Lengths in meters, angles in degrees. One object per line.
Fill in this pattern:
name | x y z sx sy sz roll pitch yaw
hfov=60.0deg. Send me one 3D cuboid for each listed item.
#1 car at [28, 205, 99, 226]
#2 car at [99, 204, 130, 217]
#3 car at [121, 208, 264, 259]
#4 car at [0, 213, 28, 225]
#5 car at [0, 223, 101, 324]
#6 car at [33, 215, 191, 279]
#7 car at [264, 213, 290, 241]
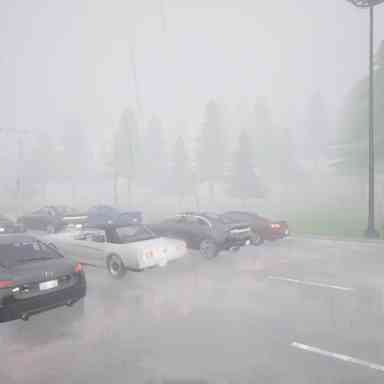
car | -7.620 1.492 18.008 4.902 1.511 2.128 0 0 36
car | -5.292 1.478 20.649 5.008 1.535 1.882 0 0 36
car | -0.092 1.491 12.624 4.902 1.511 2.128 0 0 36
car | -9.693 1.564 15.187 4.181 1.385 1.994 0 0 36
car | -4.097 1.564 6.871 4.181 1.385 1.994 0 0 35
car | -2.568 1.601 10.090 4.718 1.301 1.895 0 0 36
car | 2.113 1.526 15.349 4.674 1.442 1.812 0 0 36
